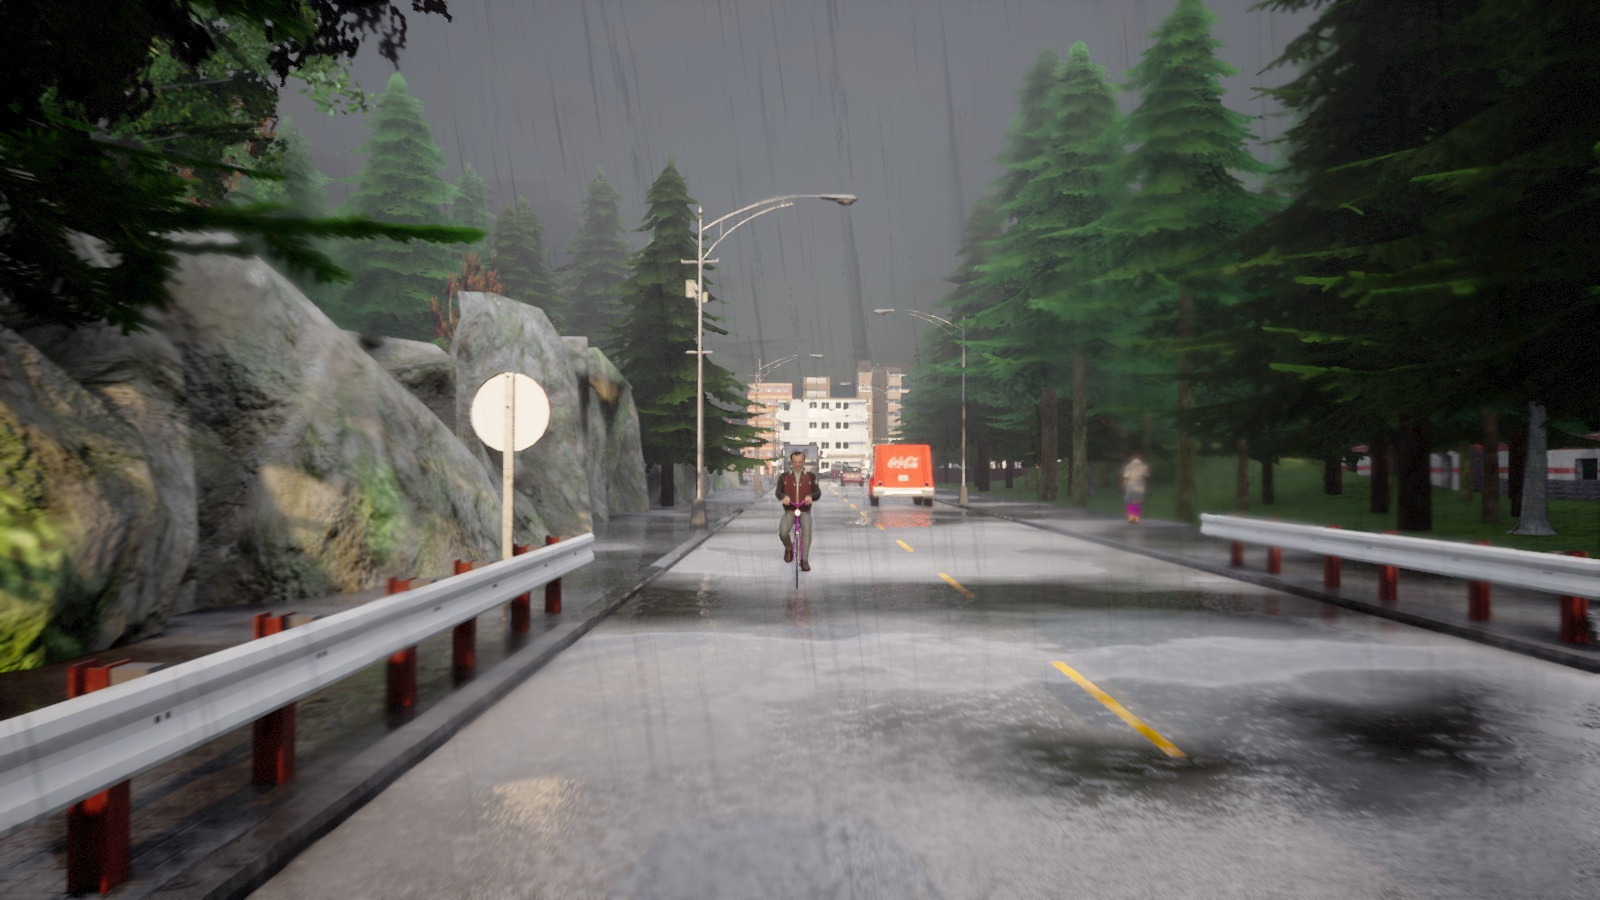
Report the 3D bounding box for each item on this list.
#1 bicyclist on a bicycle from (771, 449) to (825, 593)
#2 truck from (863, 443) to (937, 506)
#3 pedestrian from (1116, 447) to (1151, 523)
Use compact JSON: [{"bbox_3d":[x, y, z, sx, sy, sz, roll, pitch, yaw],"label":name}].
[{"bbox_3d":[-0.026,0.896,16.470,0.659,1.776,1.843,0,-1,0],"label":"bicyclist on a bicycle"},{"bbox_3d":[4.038,0.985,51.757,2.627,2.467,5.204,0,-1,0],"label":"truck"},{"bbox_3d":[8.688,0.914,32.732,0.659,1.952,0.873,0,-1,-1],"label":"pedestrian"}]
